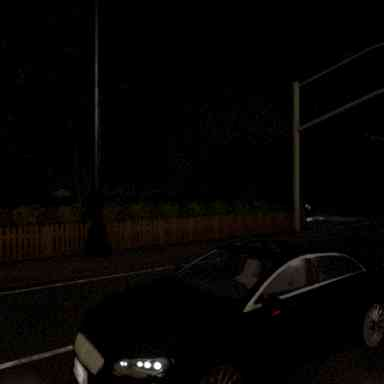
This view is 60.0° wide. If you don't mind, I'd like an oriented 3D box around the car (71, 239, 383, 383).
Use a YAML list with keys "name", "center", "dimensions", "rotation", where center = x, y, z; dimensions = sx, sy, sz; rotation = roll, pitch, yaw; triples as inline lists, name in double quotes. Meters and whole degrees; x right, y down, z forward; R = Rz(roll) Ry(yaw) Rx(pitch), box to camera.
- name: "car"
  center: [0.925, 1.485, 4.629]
  dimensions: [4.902, 1.511, 2.128]
  rotation: [0, 0, -35]

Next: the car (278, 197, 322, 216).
- name: "car"
  center: [9.649, 1.292, 30.883]
  dimensions: [2.097, 1.767, 4.553]
  rotation: [0, 0, -35]

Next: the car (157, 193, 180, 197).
- name: "car"
  center: [-3.291, 1.163, 49.563]
  dimensions: [2.150, 2.045, 5.566]
  rotation: [0, 0, -34]
